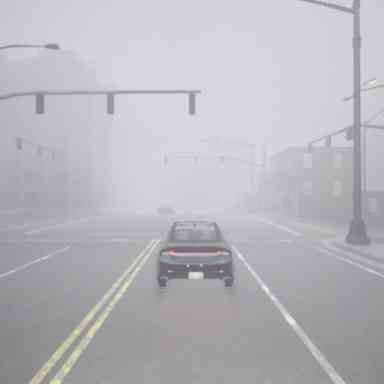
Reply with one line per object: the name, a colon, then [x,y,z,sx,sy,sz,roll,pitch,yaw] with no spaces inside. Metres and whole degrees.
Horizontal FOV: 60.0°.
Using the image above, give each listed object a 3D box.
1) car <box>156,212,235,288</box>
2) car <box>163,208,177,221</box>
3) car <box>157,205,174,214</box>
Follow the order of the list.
car: [0.081,1.566,9.481,2.128,1.511,4.902,0,0,0]
car: [-3.582,3.719,53.931,1.882,1.535,5.008,0,-12,0]
car: [-3.585,2.399,44.805,1.994,1.385,4.181,0,-5,0]
